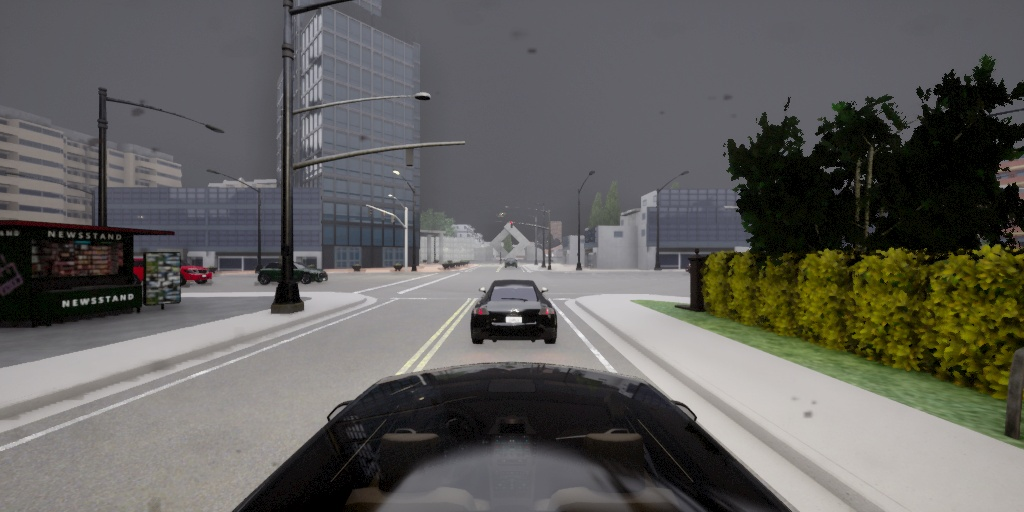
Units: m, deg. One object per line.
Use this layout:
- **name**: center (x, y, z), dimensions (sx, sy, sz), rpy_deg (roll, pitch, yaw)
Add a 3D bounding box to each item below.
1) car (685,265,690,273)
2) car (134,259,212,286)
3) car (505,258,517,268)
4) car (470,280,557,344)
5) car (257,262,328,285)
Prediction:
- **car**: center (21.199, 1.177, 38.330), dimensions (5.008, 1.535, 1.882), rpy_deg (0, 0, -1)
- **car**: center (-26.012, 1.190, 27.051), dimensions (5.566, 2.045, 2.150), rpy_deg (-1, 0, -1)
- **car**: center (-0.170, 1.102, 62.848), dimensions (2.097, 1.767, 4.553), rpy_deg (0, 0, 0)
- **car**: center (0.045, 1.314, 9.583), dimensions (1.994, 1.385, 4.181), rpy_deg (0, 0, 0)
- **car**: center (-16.495, 1.210, 27.168), dimensions (4.553, 1.767, 2.097), rpy_deg (-1, 0, -1)
